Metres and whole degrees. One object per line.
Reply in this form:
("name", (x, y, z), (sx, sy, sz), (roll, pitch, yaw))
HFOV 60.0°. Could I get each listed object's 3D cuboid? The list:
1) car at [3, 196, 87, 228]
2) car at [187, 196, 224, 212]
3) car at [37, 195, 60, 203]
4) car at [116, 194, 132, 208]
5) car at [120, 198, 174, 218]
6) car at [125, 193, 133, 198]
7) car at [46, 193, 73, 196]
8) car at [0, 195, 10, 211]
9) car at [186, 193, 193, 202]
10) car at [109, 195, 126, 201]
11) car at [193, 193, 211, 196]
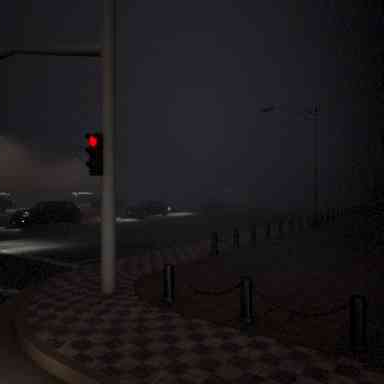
("car", (-10.009, 1.407, 23.001), (2.097, 1.767, 4.553), (0, 0, 36))
("car", (1.988, 1.547, 39.432), (2.128, 1.511, 4.902), (0, 0, 36))
("car", (-28.057, 1.419, 65.126), (1.784, 1.438, 3.905), (0, 0, 36))
("car", (-12.091, 1.451, 53.426), (1.970, 1.475, 3.806), (0, 0, 36))
("car", (-4.070, 1.560, 31.145), (1.837, 1.490, 4.892), (0, 0, 36))
("car", (-15.403, 1.212, 77.490), (1.905, 1.878, 3.866), (0, 0, 36))
("car", (-25.761, 1.209, 63.359), (1.932, 1.855, 4.605), (0, 0, 36))
("car", (-25.682, 1.451, 44.672), (1.970, 1.475, 3.806), (0, 0, 36))
("car", (0.432, 1.212, 65.900), (1.905, 1.878, 3.866), (0, 0, 36))
("car", (-17.729, 1.451, 79.213), (1.970, 1.475, 3.806), (0, 0, 36))
("car", (2.733, 1.209, 64.142), (1.932, 1.855, 4.605), (0, 0, 36))
